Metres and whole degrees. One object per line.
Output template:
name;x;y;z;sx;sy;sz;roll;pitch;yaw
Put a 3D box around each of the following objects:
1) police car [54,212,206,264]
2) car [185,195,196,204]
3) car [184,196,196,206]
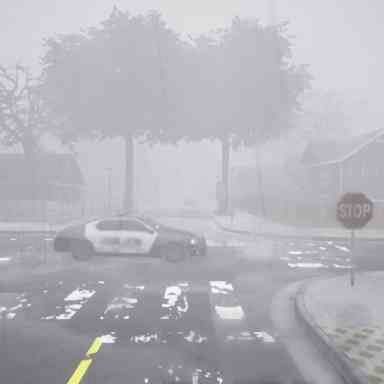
police car;-2.016;1.528;11.603;4.974;1.542;2.038;1;1;0
car;-0.345;1.503;66.841;2.097;1.767;4.553;0;0;0
car;-0.293;1.678;56.822;1.994;1.385;4.181;0;0;0
